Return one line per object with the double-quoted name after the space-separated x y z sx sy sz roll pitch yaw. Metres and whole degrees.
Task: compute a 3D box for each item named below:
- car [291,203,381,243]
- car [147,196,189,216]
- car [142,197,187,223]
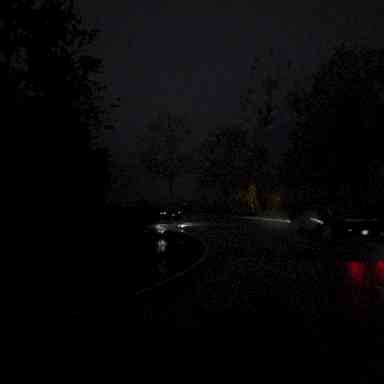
6.001 1.238 14.579 2.128 1.511 4.902 0 0 -8 "car"
-2.211 1.183 29.574 1.882 1.535 5.008 -1 1 -27 "car"
-2.513 1.263 23.351 1.837 1.490 4.892 -1 0 -33 "car"
